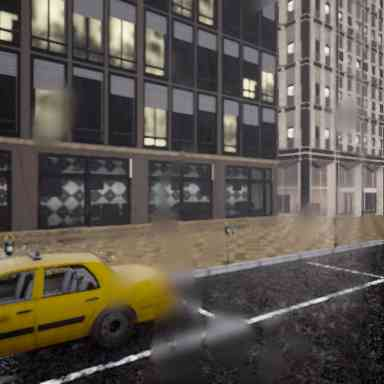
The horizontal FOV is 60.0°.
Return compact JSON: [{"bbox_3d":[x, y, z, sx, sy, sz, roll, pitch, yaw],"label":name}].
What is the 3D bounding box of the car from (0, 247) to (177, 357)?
[{"bbox_3d":[-2.539,1.529,4.750,4.829,1.417,1.752,0,0,-35],"label":"car"}]
